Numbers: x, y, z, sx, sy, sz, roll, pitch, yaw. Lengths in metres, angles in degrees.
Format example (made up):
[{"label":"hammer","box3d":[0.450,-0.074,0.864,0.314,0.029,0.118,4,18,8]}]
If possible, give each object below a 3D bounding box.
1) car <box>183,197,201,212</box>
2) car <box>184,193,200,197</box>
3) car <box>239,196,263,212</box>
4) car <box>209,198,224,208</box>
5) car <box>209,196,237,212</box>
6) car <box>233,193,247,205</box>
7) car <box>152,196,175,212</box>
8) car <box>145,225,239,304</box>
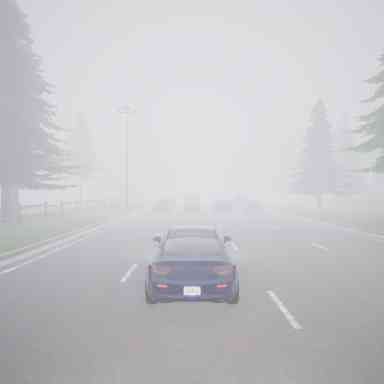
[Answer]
[{"label":"car","box3d":[0.016,1.564,39.019,1.994,1.385,4.181,0,0,0]},{"label":"car","box3d":[0.020,1.221,49.053,2.150,2.045,5.566,0,0,0]},{"label":"car","box3d":[7.016,1.526,39.017,1.812,1.442,4.674,0,0,0]},{"label":"car","box3d":[3.520,1.601,49.051,1.895,1.301,4.718,0,0,0]},{"label":"car","box3d":[3.516,1.491,38.601,2.128,1.511,4.902,0,0,0]},{"label":"car","box3d":[7.020,1.221,49.050,2.150,2.045,5.566,0,0,0]},{"label":"car","box3d":[-3.484,1.547,38.604,2.033,1.411,5.357,0,0,0]},{"label":"car","box3d":[0.004,1.526,7.990,1.812,1.442,4.674,0,0,0]}]
